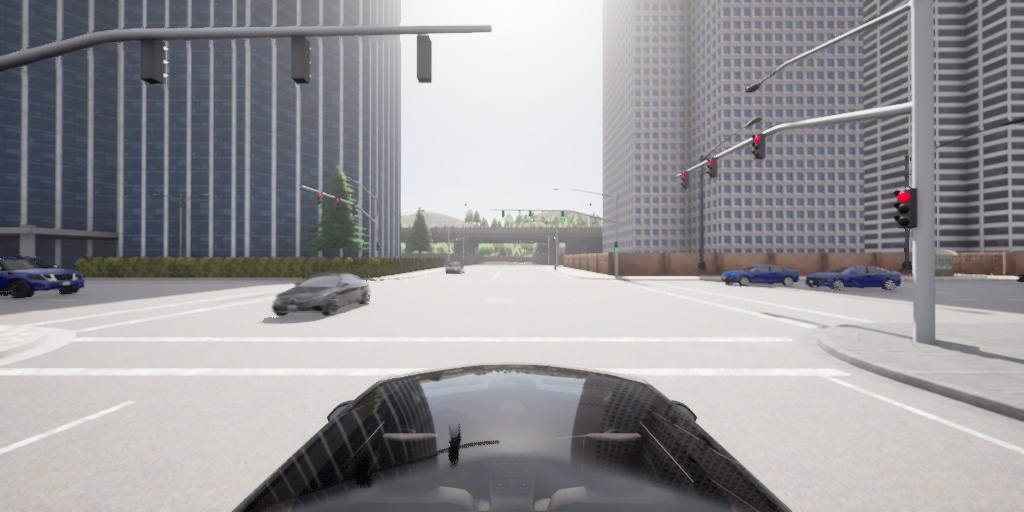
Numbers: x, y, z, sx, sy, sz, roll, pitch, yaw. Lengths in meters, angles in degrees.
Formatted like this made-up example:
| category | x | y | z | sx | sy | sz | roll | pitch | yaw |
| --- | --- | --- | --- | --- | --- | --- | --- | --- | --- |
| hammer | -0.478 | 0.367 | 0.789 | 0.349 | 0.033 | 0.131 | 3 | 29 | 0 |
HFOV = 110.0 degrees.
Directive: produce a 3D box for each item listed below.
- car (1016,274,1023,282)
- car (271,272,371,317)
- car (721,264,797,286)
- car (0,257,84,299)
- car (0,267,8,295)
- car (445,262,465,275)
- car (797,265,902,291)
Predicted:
| category | x | y | z | sx | sy | sz | roll | pitch | yaw |
| --- | --- | --- | --- | --- | --- | --- | --- | --- | --- |
| car | 40.146 | 1.434 | 25.824 | 5.357 | 1.411 | 2.033 | 0 | 0 | 1 |
| car | -6.994 | 1.374 | 13.739 | 1.812 | 1.442 | 4.674 | 0 | 0 | 0 |
| car | 17.921 | 1.366 | 26.035 | 5.008 | 1.535 | 1.882 | 0 | 0 | 0 |
| car | -25.653 | 1.066 | 18.403 | 5.566 | 2.045 | 2.150 | 0 | 0 | 0 |
| car | -24.847 | 1.330 | 14.907 | 4.892 | 1.490 | 1.837 | 0 | 0 | 0 |
| car | -6.991 | 1.562 | 44.100 | 1.837 | 1.490 | 4.892 | 0 | 1 | 0 |
| car | 21.306 | 1.345 | 22.513 | 5.008 | 1.535 | 1.882 | 0 | 0 | 0 |
